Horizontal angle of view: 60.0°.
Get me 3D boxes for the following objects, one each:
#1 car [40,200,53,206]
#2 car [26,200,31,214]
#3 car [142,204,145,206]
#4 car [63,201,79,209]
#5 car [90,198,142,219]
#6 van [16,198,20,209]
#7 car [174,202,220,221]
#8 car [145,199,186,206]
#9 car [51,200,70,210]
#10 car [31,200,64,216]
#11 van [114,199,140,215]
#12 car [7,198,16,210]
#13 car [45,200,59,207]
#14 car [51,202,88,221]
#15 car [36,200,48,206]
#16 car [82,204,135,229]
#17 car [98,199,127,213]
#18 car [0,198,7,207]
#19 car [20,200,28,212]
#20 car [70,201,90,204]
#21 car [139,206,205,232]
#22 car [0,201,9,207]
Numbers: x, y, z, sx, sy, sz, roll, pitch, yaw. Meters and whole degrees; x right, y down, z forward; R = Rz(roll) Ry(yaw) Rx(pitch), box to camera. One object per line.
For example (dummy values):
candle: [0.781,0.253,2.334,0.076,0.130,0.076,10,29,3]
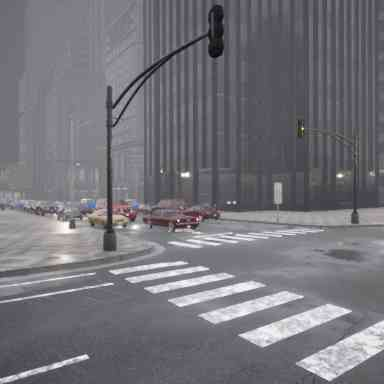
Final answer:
car: [-34.672,2.660,79.213,1.947,1.339,4.313,-1,0,-35]
car: [-20.467,2.196,44.469,1.887,1.381,4.507,-1,0,-35]
car: [-5.246,2.004,37.779,1.802,1.307,4.206,-1,0,-35]
car: [-22.627,2.406,62.244,1.802,1.307,4.206,-1,0,-35]
car: [-7.024,1.598,30.150,2.150,2.045,5.566,0,-1,-35]
van: [-26.127,2.122,52.438,1.690,1.788,3.998,-1,0,-35]
car: [0.633,1.828,29.475,1.887,1.381,4.507,-1,0,-35]
car: [-2.312,1.668,33.627,2.192,1.841,5.009,-1,0,-35]
car: [-22.989,2.270,57.995,1.882,1.535,5.008,0,-1,-35]
car: [-17.644,1.900,40.485,2.192,1.841,5.009,-1,0,-35]
van: [-8.191,1.832,41.931,1.690,1.788,3.998,-1,0,-35]
car: [-31.884,2.353,60.552,1.967,1.590,4.097,-1,0,-35]
car: [-31.660,2.594,74.970,1.947,1.339,4.313,-1,0,-35]
car: [-11.983,2.004,32.517,2.008,1.369,4.403,-1,0,-35]
car: [-37.683,2.709,83.455,2.008,1.369,4.403,-1,0,-35]
car: [-6.229,1.843,24.410,1.752,1.417,4.829,-1,0,-35]
car: [-11.131,1.874,46.082,2.192,1.841,5.009,-1,0,-35]
car: [-41.219,2.666,73.708,1.887,1.381,4.507,-1,0,-35]
car: [-23.297,2.156,48.453,1.967,1.590,4.097,-1,0,-35]
car: [-12.947,2.063,38.503,2.033,1.411,5.357,0,-1,-35]
car: [-1.472,1.846,22.326,1.895,1.301,4.718,0,-1,-35]
car: [-44.331,2.770,78.093,1.802,1.307,4.206,-1,0,-35]
